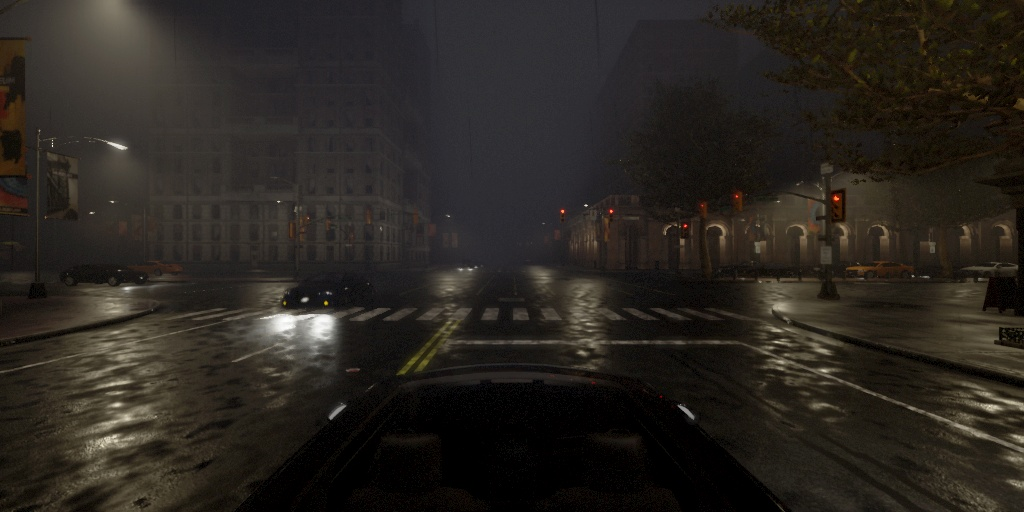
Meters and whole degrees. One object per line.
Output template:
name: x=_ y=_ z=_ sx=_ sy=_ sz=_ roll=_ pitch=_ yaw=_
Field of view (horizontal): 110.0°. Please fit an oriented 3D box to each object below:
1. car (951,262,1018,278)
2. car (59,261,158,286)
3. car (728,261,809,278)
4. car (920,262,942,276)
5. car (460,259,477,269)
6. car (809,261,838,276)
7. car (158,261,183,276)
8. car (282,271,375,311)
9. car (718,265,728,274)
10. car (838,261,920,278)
car: x=43.279 y=1.276 z=32.304 sx=4.674 sy=1.442 sz=1.812 roll=0 pitch=0 yaw=1
car: x=-27.647 y=1.255 z=24.418 sx=4.892 sy=1.490 sz=1.837 roll=0 pitch=0 yaw=0
car: x=23.088 y=1.297 z=32.400 sx=5.357 sy=1.411 sz=2.033 roll=0 pitch=0 yaw=0
car: x=42.935 y=1.314 z=35.805 sx=4.181 sy=1.385 sz=1.994 roll=0 pitch=0 yaw=0
car: x=-7.173 y=1.255 z=57.994 sx=1.837 sy=1.490 sz=4.892 roll=0 pitch=0 yaw=0
car: x=32.886 y=1.241 z=35.861 sx=4.902 sy=1.511 sz=2.128 roll=0 pitch=0 yaw=0
car: x=-36.208 y=1.228 z=36.137 sx=5.008 sy=1.535 sz=1.882 roll=0 pitch=0 yaw=0
car: x=-7.119 y=1.314 z=14.320 sx=1.994 sy=1.385 sz=4.181 roll=0 pitch=0 yaw=0
car: x=23.288 y=1.241 z=35.900 sx=4.902 sy=1.511 sz=2.128 roll=0 pitch=0 yaw=0
car: x=33.053 y=1.228 z=32.357 sx=5.008 sy=1.535 sz=1.882 roll=0 pitch=0 yaw=0
